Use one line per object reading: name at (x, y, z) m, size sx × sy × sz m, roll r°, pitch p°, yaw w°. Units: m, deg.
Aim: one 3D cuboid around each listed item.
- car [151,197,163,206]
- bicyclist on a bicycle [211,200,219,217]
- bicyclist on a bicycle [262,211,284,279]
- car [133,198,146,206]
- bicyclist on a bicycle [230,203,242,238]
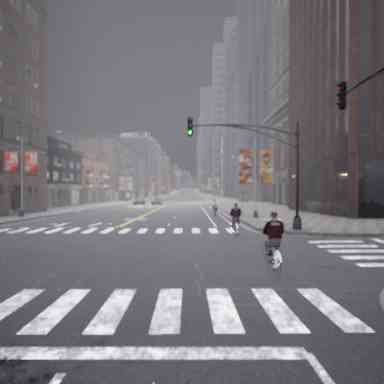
car at (-6.504, 1.739, 62.076) m, size 1.837 × 1.490 × 4.892 m, roll 0°, pitch 0°, yaw 0°
bicyclist on a bicycle at (2.248, 1.563, 32.457) m, size 0.866 × 1.612 × 1.509 m, roll 0°, pitch 0°, yaw 0°
bicyclist on a bicycle at (2.251, 1.408, 9.340) m, size 0.659 × 1.776 × 1.843 m, roll 0°, pitch 0°, yaw 0°
car at (-9.754, 1.797, 62.077) m, size 1.994 × 1.385 × 4.181 m, roll 0°, pitch 0°, yaw 0°
bicyclist on a bicycle at (2.242, 1.423, 17.161) m, size 0.659 × 1.776 × 1.843 m, roll 0°, pitch 0°, yaw 0°
